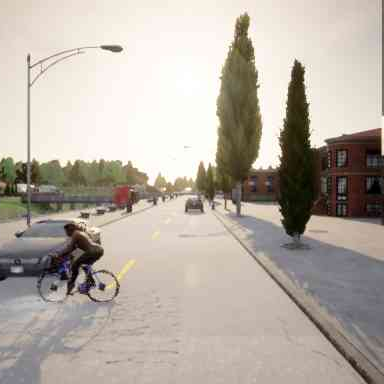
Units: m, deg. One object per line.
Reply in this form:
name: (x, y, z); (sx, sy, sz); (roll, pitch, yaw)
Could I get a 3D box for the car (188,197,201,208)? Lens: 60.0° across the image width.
car: (0.300, 1.526, 48.920); (1.812, 1.442, 4.674); (0, 0, 0)

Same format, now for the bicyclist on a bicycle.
bicyclist on a bicycle: (-2.290, 1.452, 6.690); (1.656, 1.620, 0.582); (0, 0, 1)

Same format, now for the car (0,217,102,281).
car: (-4.030, 1.526, 9.982); (1.812, 1.442, 4.674); (0, 0, 0)

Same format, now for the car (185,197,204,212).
car: (0.265, 1.352, 39.144); (2.097, 1.767, 4.553); (0, 0, 0)
